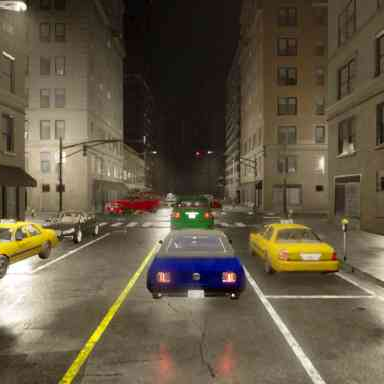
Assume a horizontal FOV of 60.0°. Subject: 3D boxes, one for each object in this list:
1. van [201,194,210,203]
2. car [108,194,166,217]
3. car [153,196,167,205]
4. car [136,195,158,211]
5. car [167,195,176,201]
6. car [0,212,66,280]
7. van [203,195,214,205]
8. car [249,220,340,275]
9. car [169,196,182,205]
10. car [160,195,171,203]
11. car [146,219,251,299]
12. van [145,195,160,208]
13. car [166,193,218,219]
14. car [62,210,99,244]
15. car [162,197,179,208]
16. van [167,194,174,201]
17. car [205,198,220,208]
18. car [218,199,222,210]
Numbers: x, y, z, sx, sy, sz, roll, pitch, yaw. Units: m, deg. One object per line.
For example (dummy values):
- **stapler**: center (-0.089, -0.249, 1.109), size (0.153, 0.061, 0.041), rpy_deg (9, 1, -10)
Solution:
- **van**: center (2.898, 1.394, 69.957), size (1.690, 1.788, 3.998), rpy_deg (0, 0, 0)
- **car**: center (-5.565, 1.242, 32.741), size (2.150, 2.045, 5.566), rpy_deg (2, 1, 40)
- **car**: center (-5.634, 1.483, 58.959), size (1.967, 1.590, 4.097), rpy_deg (0, 0, 0)
- **car**: center (-5.645, 1.343, 42.455), size (2.192, 1.841, 5.009), rpy_deg (0, 0, 0)
- **car**: center (-5.614, 1.624, 91.967), size (2.008, 1.369, 4.403), rpy_deg (0, 0, 0)
- **car**: center (-5.663, 1.529, 9.986), size (1.752, 1.417, 4.829), rpy_deg (0, 0, 0)
- **van**: center (2.891, 1.384, 58.954), size (1.690, 1.788, 3.998), rpy_deg (0, 0, 0)
- **car**: center (2.862, 1.530, 10.320), size (1.752, 1.417, 4.829), rpy_deg (0, 0, 0)
- **car**: center (-3.020, 1.537, 62.640), size (2.128, 1.511, 4.902), rpy_deg (0, 0, 0)
- **car**: center (-5.627, 1.493, 69.962), size (1.967, 1.590, 4.097), rpy_deg (0, 0, 0)
- **car**: center (0.087, 1.604, 8.381), size (1.895, 1.301, 4.718), rpy_deg (0, 0, 0)
- **van**: center (-5.641, 1.374, 47.956), size (1.690, 1.788, 3.998), rpy_deg (0, 0, 0)
- **car**: center (0.011, 1.230, 18.147), size (2.150, 2.045, 5.566), rpy_deg (0, 0, 0)
- **car**: center (-5.660, 1.558, 15.681), size (2.008, 1.369, 4.403), rpy_deg (0, 0, 0)
- **car**: center (-3.068, 1.526, 48.424), size (2.128, 1.511, 4.902), rpy_deg (0, 0, 0)
- **van**: center (-5.618, 1.409, 86.467), size (1.690, 1.788, 3.998), rpy_deg (0, 0, 0)
- **car**: center (2.885, 1.599, 47.951), size (1.947, 1.339, 4.313), rpy_deg (0, 0, 0)
- **car**: center (2.882, 1.573, 42.449), size (1.887, 1.381, 4.507), rpy_deg (0, 0, 0)
